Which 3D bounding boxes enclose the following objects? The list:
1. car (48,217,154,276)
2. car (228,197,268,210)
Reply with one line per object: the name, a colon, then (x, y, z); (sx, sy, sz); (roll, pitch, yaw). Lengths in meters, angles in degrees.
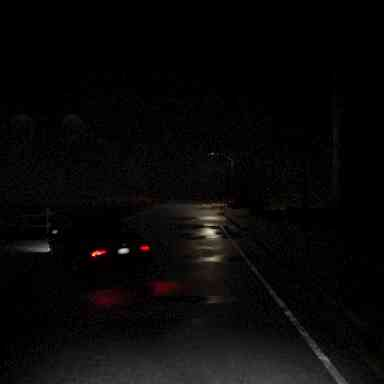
car: (-3.072, 1.506, 10.376); (2.033, 1.411, 5.357); (0, 0, -33)
car: (6.568, 1.340, 38.700); (4.902, 1.511, 2.128); (0, -1, -20)
